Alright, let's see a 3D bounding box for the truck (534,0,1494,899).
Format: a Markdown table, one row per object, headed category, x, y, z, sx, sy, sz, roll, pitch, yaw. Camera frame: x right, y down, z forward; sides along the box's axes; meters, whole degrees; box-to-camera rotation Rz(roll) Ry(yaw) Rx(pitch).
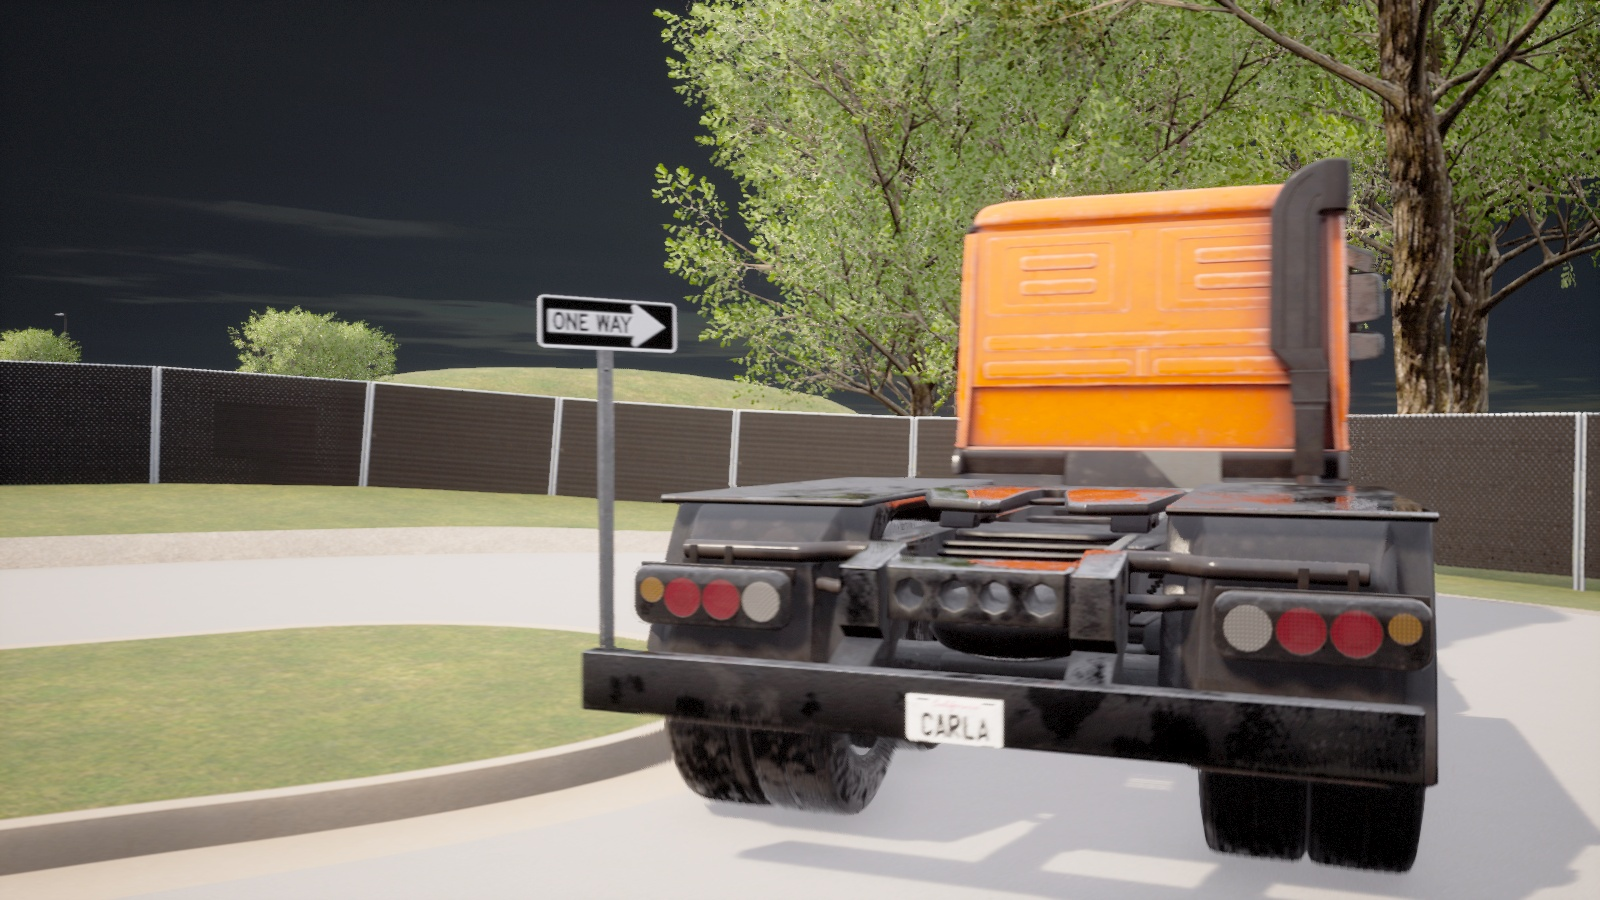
| category | x | y | z | sx | sy | sz | roll | pitch | yaw |
| --- | --- | --- | --- | --- | --- | --- | --- | --- | --- |
| truck | 1.827 | -0.259 | 7.505 | 2.891 | 3.462 | 7.936 | 0 | 1 | 20 |
